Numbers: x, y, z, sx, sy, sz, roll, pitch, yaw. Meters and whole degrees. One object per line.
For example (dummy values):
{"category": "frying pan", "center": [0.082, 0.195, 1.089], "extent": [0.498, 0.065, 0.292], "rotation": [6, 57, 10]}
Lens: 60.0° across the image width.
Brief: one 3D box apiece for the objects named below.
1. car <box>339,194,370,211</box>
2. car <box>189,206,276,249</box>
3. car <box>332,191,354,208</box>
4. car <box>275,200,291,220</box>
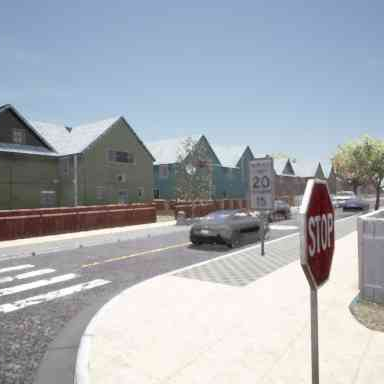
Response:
{"category": "car", "center": [17.375, 1.271, 35.117], "extent": [1.994, 1.385, 4.181], "rotation": [-2, -1, 37]}
{"category": "car", "center": [1.696, 1.459, 14.200], "extent": [1.994, 1.385, 4.181], "rotation": [-2, -1, 37]}
{"category": "car", "center": [19.608, 0.946, 42.864], "extent": [2.150, 2.045, 5.566], "rotation": [-2, -1, 37]}
{"category": "car", "center": [5.720, 1.376, 24.487], "extent": [2.128, 1.511, 4.902], "rotation": [-2, -1, 37]}
